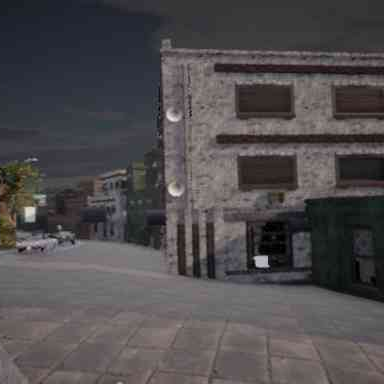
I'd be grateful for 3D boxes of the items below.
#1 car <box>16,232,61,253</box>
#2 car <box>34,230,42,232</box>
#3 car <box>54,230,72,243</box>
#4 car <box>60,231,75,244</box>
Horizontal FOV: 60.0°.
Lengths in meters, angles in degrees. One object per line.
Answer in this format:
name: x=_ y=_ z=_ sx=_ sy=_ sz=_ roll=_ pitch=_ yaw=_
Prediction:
car: x=-12.476 y=4.152 z=27.052 sx=1.895 sy=1.301 sz=4.718 roll=-1 pitch=-6 yaw=-7
car: x=-31.620 y=8.638 z=68.380 sx=2.128 sy=1.511 sz=4.902 roll=0 pitch=-3 yaw=-40
car: x=-20.240 y=6.915 z=51.920 sx=2.097 sy=1.767 sz=4.553 roll=-1 pitch=-6 yaw=-27
car: x=-16.005 y=5.703 z=42.072 sx=2.097 sy=1.767 sz=4.553 roll=-1 pitch=-6 yaw=-17
